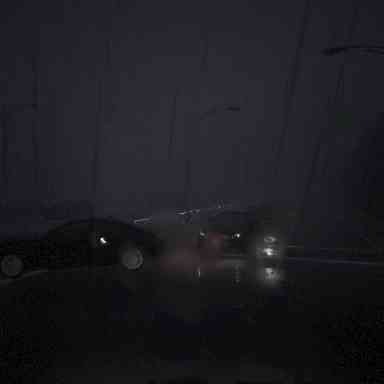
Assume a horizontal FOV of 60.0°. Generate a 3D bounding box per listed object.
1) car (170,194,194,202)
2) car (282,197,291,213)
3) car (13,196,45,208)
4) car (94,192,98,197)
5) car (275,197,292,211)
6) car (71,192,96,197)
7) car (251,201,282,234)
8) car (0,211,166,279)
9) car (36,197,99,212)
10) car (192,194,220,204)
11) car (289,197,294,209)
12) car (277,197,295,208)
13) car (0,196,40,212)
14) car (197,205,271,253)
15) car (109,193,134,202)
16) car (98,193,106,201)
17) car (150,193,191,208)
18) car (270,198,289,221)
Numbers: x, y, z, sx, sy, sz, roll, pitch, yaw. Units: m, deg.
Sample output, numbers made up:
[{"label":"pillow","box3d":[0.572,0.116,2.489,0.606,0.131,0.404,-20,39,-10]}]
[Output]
[{"label":"car","box3d":[-2.104,1.257,68.690,4.514,1.523,2.007,0,0,18]},{"label":"car","box3d":[7.747,1.486,30.515,1.837,1.490,4.892,0,0,19]},{"label":"car","box3d":[-21.698,1.273,44.281,3.633,1.501,1.845,0,0,18]},{"label":"car","box3d":[-21.856,1.298,67.986,3.806,1.475,1.970,0,0,18]},{"label":"car","box3d":[11.658,1.483,42.110,1.837,1.490,4.892,0,0,19]},{"label":"car","box3d":[-18.464,1.249,53.736,4.514,1.523,2.007,0,0,18]},{"label":"car","box3d":[3.960,1.490,19.305,1.837,1.490,4.892,0,0,19]},{"label":"car","box3d":[-3.285,1.475,9.871,5.008,1.535,1.882,0,0,-15]},{"label":"car","box3d":[-9.036,1.356,24.209,3.633,1.501,1.845,0,0,18]},{"label":"car","box3d":[1.660,1.125,56.782,5.027,1.636,2.152,0,0,18]},{"label":"car","box3d":[9.786,1.543,36.553,1.994,1.385,4.181,0,0,19]},{"label":"car","box3d":[13.539,1.468,47.686,2.128,1.511,4.902,0,0,19]},{"label":"car","box3d":[-15.115,1.356,29.404,3.806,1.475,1.970,0,0,18]},{"label":"car","box3d":[1.813,1.514,13.896,1.812,1.442,4.674,0,0,24]},{"label":"car","box3d":[-13.809,1.045,65.312,4.605,1.855,1.932,0,0,18]},{"label":"car","box3d":[-20.214,1.014,70.941,3.866,1.878,1.905,0,0,18]},{"label":"car","box3d":[-2.967,1.074,41.774,4.605,1.855,1.932,0,0,18]},{"label":"car","box3d":[5.870,1.474,24.951,2.128,1.511,4.902,0,0,19]}]
